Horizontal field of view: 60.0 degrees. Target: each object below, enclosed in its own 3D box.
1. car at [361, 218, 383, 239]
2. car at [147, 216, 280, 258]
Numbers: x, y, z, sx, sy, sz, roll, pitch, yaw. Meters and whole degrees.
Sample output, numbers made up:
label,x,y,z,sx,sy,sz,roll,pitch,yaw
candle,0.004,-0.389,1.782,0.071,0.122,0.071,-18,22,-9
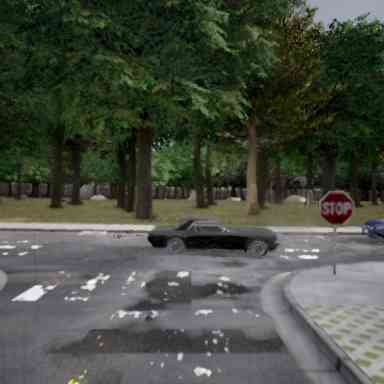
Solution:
label,x,y,z,sx,sy,sz,roll,pitch,yaw
car,10.371,1.557,15.377,4.674,1.442,1.812,0,1,0
car,0.789,1.604,12.451,4.718,1.301,1.895,1,1,0
